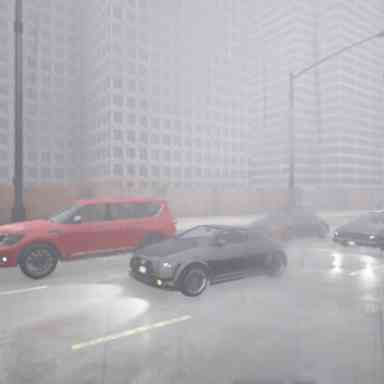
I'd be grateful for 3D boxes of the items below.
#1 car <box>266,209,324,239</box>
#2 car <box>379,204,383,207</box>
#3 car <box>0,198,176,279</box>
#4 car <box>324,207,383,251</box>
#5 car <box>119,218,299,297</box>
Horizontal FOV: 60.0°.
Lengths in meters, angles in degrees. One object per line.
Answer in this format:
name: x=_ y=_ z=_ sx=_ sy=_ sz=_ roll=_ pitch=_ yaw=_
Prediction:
car: x=4.649 y=1.537 z=15.769 sx=4.181 sy=1.385 sz=1.994 roll=0 pitch=0 yaw=-36
car: x=13.076 y=1.481 z=21.644 sx=4.674 sy=1.442 sz=1.812 roll=0 pitch=0 yaw=-35
car: x=-3.052 y=1.211 z=10.369 sx=5.566 sy=2.045 sz=2.150 roll=0 pitch=0 yaw=-35
car: x=8.163 y=1.519 z=13.935 sx=5.357 sy=1.411 sz=2.033 roll=0 pitch=0 yaw=-34
car: x=0.531 y=1.552 z=8.605 sx=4.181 sy=1.385 sz=1.994 roll=0 pitch=0 yaw=-35
